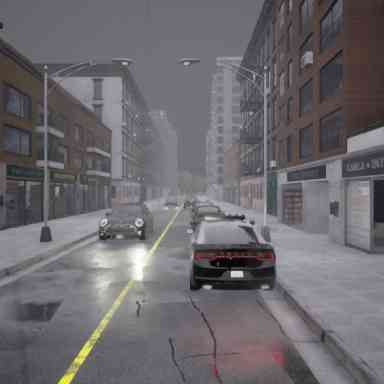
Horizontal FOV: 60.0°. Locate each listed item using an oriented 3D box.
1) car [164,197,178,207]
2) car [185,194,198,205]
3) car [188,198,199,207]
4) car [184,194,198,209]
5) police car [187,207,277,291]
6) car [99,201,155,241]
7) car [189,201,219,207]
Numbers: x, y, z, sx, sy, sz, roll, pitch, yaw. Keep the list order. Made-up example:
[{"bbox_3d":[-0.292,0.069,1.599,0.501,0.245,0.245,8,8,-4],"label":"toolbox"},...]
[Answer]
[{"bbox_3d":[-3.071,1.450,49.577,1.882,1.535,5.008,0,0,0],"label":"car"},{"bbox_3d":[-0.086,1.313,59.548,2.097,1.767,4.553,0,0,0],"label":"car"},{"bbox_3d":[0.864,1.471,25.071,1.882,1.535,5.008,0,0,0],"label":"car"},{"bbox_3d":[-0.054,1.328,45.961,2.097,1.767,4.553,0,0,0],"label":"car"},{"bbox_3d":[0.888,1.424,9.181,1.930,1.638,5.238,0,0,0],"label":"police car"},{"bbox_3d":[-3.124,1.349,16.629,2.097,1.767,4.553,0,0,0],"label":"car"},{"bbox_3d":[0.873,1.501,19.071,1.837,1.490,4.892,0,0,0],"label":"car"}]
